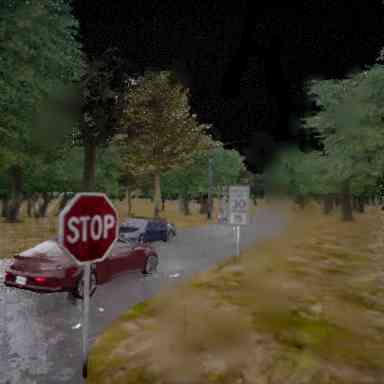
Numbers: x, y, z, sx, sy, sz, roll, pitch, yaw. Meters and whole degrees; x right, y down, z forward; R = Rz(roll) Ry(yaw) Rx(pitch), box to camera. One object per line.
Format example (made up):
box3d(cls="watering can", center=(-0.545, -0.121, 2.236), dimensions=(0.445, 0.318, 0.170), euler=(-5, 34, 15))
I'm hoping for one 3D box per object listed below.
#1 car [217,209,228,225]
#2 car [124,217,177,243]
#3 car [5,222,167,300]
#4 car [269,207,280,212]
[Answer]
box3d(cls="car", center=(4.158, 2.502, 34.681), dimensions=(2.097, 1.767, 4.553), euler=(1, -2, 20))
box3d(cls="car", center=(-2.603, 2.016, 17.259), dimensions=(2.033, 1.411, 5.357), euler=(1, -2, 23))
box3d(cls="car", center=(-2.693, 1.792, 9.193), dimensions=(1.812, 1.442, 4.674), euler=(1, -2, 24))
box3d(cls="car", center=(21.525, 4.548, 85.873), dimensions=(1.994, 1.385, 4.181), euler=(1, -2, 11))
